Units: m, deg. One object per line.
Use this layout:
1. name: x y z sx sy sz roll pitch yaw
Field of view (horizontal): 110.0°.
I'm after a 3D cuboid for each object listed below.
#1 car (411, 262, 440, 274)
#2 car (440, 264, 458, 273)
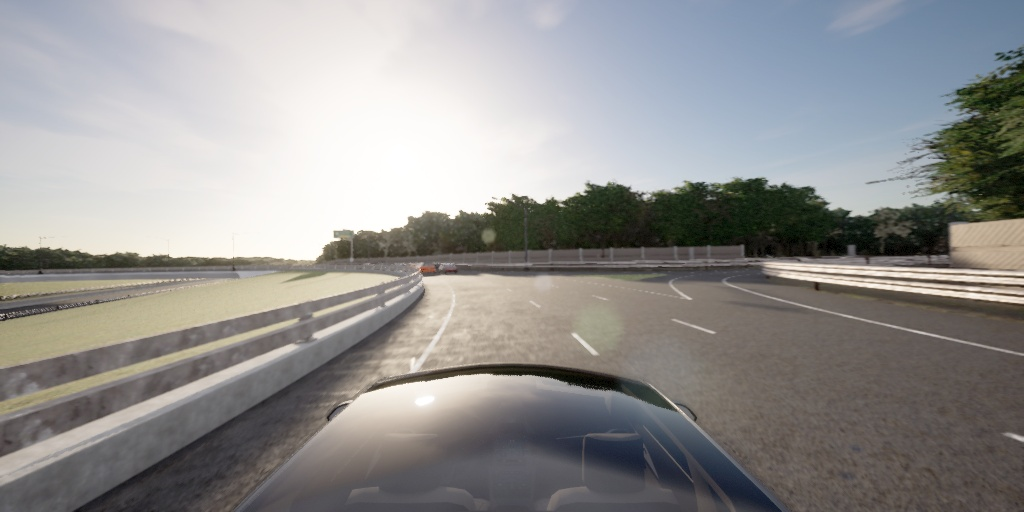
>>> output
1. car: -12.556 1.683 51.665 2.097 1.767 4.553 -1 -1 -30
2. car: -9.707 1.856 53.737 1.994 1.385 4.181 -1 0 -30
